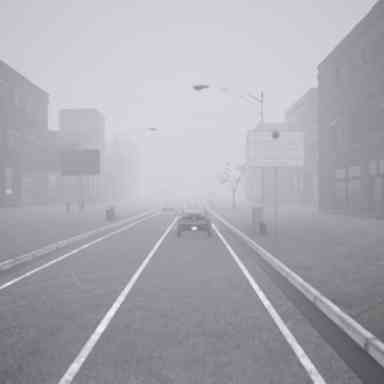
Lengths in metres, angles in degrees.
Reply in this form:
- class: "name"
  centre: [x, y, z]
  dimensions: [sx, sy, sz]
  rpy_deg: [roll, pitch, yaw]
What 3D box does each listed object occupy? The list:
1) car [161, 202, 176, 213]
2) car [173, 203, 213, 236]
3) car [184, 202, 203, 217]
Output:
- class: "car"
  centre: [-3.035, 2.007, 44.919]
  dimensions: [2.033, 1.411, 5.357]
  rpy_deg: [0, 0, 0]
- class: "car"
  centre: [0.117, 1.603, 18.986]
  dimensions: [1.837, 1.490, 4.892]
  rpy_deg: [0, -1, 0]
- class: "car"
  centre: [0.136, 1.933, 37.480]
  dimensions: [2.033, 1.411, 5.357]
  rpy_deg: [0, -1, 0]
